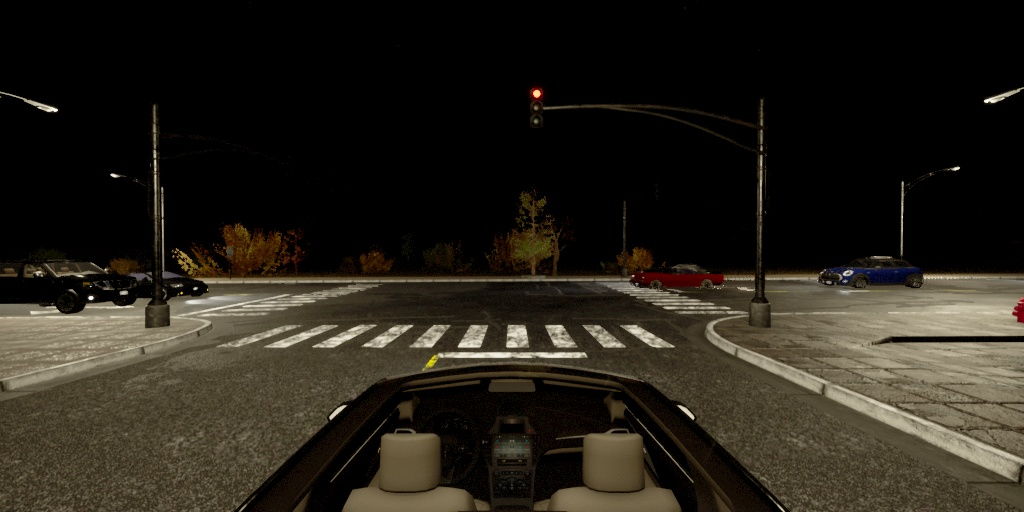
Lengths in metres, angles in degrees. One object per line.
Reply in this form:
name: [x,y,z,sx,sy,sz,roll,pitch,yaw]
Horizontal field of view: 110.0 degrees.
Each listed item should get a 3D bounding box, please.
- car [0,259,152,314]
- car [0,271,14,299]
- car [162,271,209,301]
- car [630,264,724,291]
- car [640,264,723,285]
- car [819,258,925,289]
car: [-18.277,1.140,14.352,5.566,2.045,2.150,0,1,0]
car: [-28.632,1.495,17.688,5.357,1.411,2.033,0,1,1]
car: [-17.522,1.436,17.601,4.181,1.385,1.994,0,1,0]
car: [9.361,1.259,20.612,4.718,1.301,1.895,0,1,-3]
car: [11.272,1.203,24.082,4.718,1.301,1.895,0,1,0]
car: [20.608,0.937,20.757,4.553,1.767,2.097,0,1,0]
